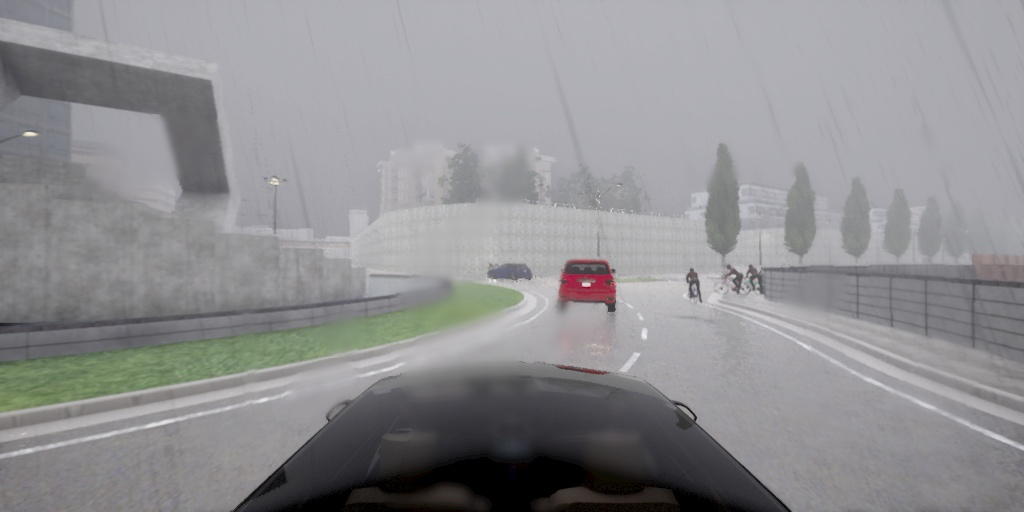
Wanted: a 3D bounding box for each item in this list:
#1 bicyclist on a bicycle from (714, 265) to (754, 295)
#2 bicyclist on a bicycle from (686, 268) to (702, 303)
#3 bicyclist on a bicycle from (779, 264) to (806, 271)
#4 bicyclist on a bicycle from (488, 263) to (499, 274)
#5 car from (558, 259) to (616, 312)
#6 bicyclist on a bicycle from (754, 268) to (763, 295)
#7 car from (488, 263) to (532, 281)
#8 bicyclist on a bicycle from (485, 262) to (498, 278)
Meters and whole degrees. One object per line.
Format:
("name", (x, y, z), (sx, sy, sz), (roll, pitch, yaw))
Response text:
("bicyclist on a bicycle", (11.726, 1.284, 19.108), (1.656, 1.620, 0.582), (0, -1, 29))
("bicyclist on a bicycle", (8.604, 1.403, 17.087), (0.582, 1.620, 1.656), (0, -1, 12))
("bicyclist on a bicycle", (15.243, 1.073, 19.638), (0.582, 1.656, 1.620), (27, -14, -4))
("bicyclist on a bicycle", (-1.749, 1.600, 40.292), (0.582, 1.620, 1.656), (10, 10, 32))
("car", (3.267, 1.139, 15.533), (2.150, 2.045, 5.566), (0, 0, 13))
("bicyclist on a bicycle", (13.152, 1.297, 19.602), (0.582, 1.620, 1.656), (0, -1, 2))
("car", (-0.275, 1.470, 34.700), (2.097, 1.767, 4.553), (1, -1, -44))
("bicyclist on a bicycle", (-2.296, 1.564, 40.592), (0.582, 1.620, 1.656), (0, 8, 31))
